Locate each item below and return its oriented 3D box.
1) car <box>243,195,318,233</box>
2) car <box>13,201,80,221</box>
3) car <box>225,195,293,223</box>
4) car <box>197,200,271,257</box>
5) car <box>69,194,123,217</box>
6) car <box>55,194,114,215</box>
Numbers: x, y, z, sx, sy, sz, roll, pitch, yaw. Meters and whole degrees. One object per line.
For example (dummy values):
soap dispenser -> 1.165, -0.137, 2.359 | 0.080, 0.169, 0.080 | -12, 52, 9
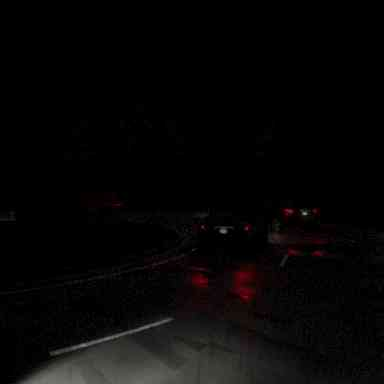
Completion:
car -> 5.251, 1.267, 20.147 | 2.150, 2.045, 5.566 | 1, -1, -15
car -> -12.001, 1.624, 27.394 | 4.718, 1.301, 1.895 | 0, 0, -15
car -> 5.385, 1.286, 27.668 | 2.150, 2.045, 5.566 | 0, 0, -37
car -> 1.773, 1.380, 13.379 | 2.097, 1.767, 4.553 | 0, 0, 19
car -> -9.371, 1.259, 31.272 | 5.566, 2.045, 2.150 | 0, -1, -1
car -> -11.014, 1.262, 34.461 | 5.566, 2.045, 2.150 | 0, 0, -6
